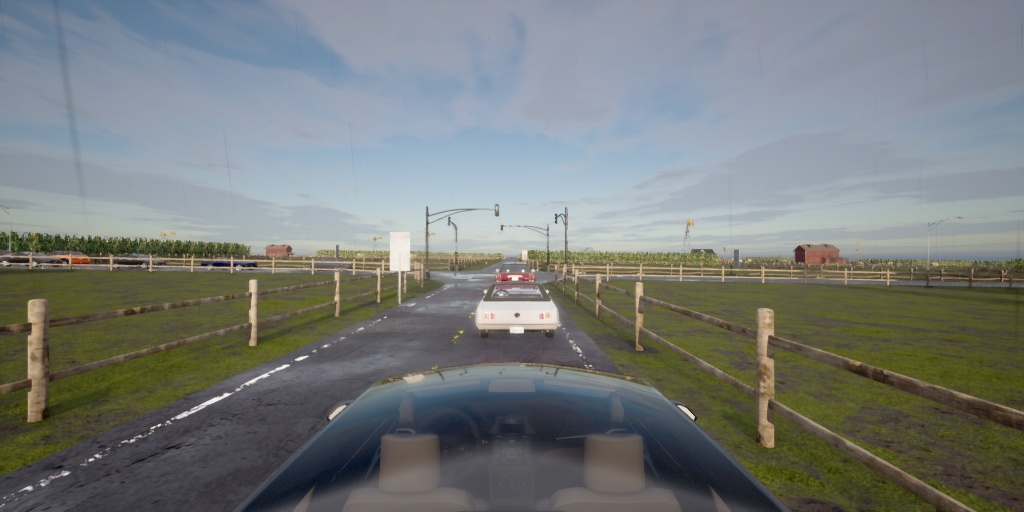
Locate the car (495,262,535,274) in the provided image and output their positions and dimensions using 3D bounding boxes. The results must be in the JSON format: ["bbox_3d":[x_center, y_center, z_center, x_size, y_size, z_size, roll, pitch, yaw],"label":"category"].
[{"bbox_3d":[0.178,1.103,19.146,2.097,1.767,4.553,0,0,1],"label":"car"}]

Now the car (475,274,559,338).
[{"bbox_3d":[0.123,1.351,10.158,1.895,1.301,4.718,0,0,0],"label":"car"}]

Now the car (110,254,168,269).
[{"bbox_3d":[-38.234,0.571,36.813,4.892,1.490,1.837,1,0,0],"label":"car"}]

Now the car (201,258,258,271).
[{"bbox_3d":[-28.846,0.837,36.775,4.718,1.301,1.895,1,0,0],"label":"car"}]

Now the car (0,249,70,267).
[{"bbox_3d":[-49.300,0.376,36.888,4.892,1.490,1.837,1,0,1],"label":"car"}]

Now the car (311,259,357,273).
[{"bbox_3d":[-18.234,0.994,36.748,4.181,1.385,1.994,1,0,0],"label":"car"}]
